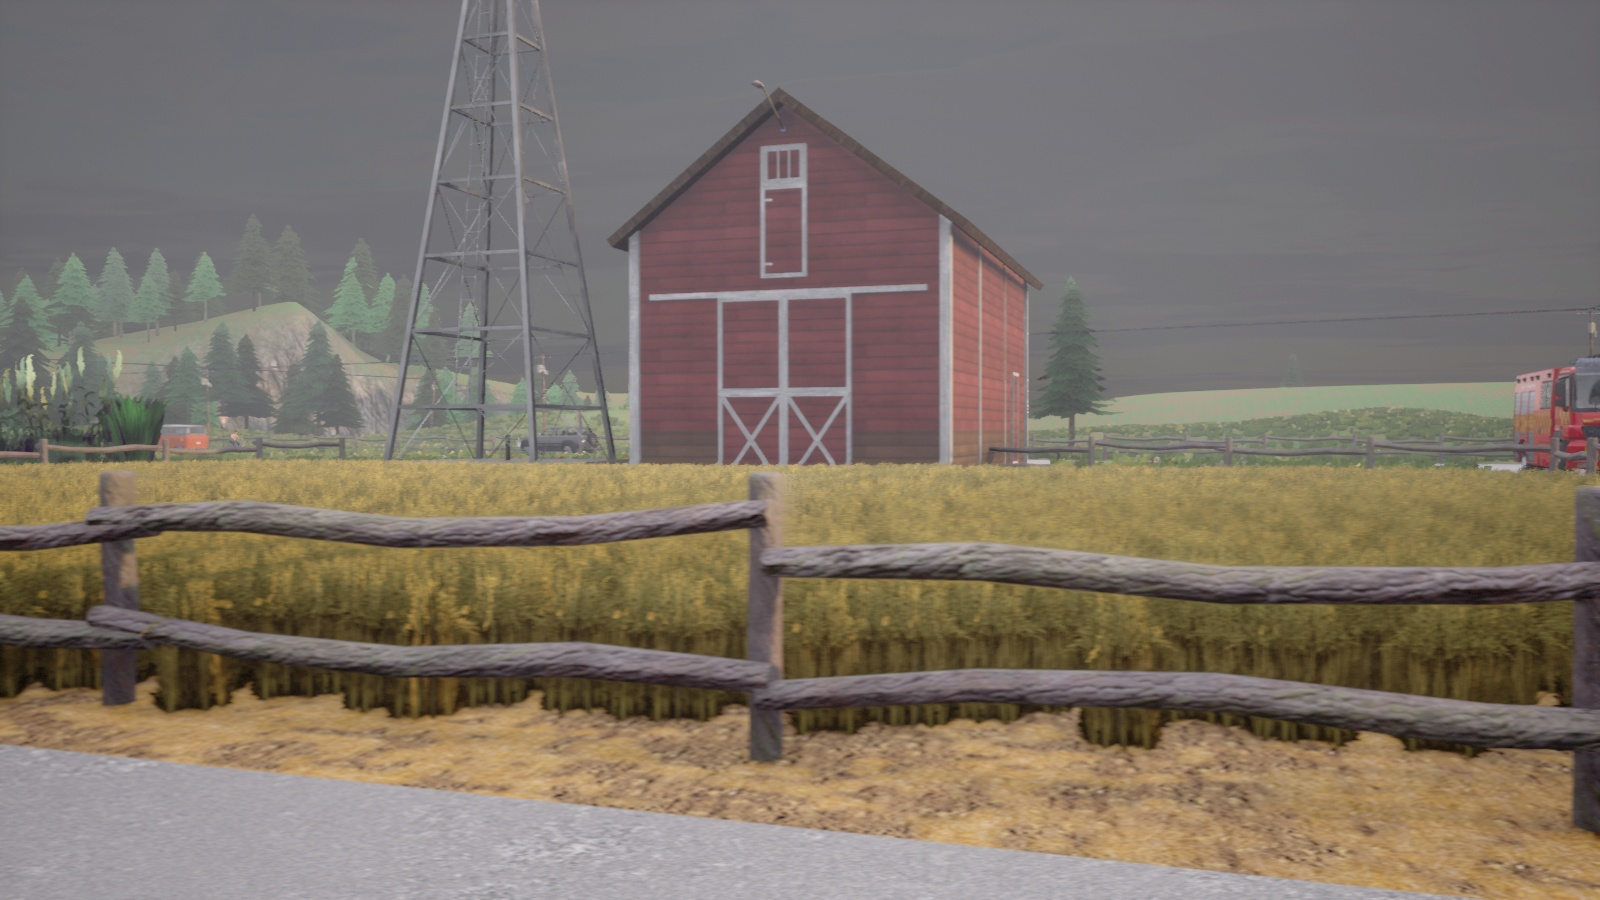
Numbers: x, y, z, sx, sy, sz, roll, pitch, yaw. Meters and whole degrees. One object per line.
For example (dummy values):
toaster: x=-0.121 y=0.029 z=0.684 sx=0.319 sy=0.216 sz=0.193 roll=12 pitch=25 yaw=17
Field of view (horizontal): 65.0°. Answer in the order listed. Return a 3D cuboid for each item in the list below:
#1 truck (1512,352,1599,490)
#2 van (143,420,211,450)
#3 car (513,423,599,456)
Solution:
truck: x=24.292 y=-0.847 z=38.483 sx=2.891 sy=3.827 sz=8.468 roll=1 pitch=1 yaw=20
van: x=-42.535 y=-1.063 z=85.705 sx=4.442 sy=1.987 sz=1.775 roll=1 pitch=1 yaw=25
car: x=-14.168 y=-0.637 z=72.891 sx=4.605 sy=1.855 sz=1.932 roll=1 pitch=1 yaw=24
